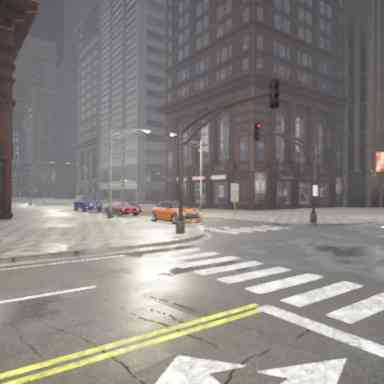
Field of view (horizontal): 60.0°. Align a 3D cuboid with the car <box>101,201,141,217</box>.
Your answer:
[{"bbox_3d":[-6.969,1.734,32.886,1.895,1.301,4.718,1,-1,-35],"label":"car"}]

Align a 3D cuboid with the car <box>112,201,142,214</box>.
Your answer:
[{"bbox_3d":[-7.756,1.751,39.500,1.994,1.385,4.181,1,-1,-35],"label":"car"}]

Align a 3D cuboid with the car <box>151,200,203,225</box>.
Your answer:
[{"bbox_3d":[-1.180,1.439,24.761,2.097,1.767,4.553,1,-1,-35],"label":"car"}]

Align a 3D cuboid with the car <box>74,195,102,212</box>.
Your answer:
[{"bbox_3d":[-12.931,1.401,41.279,2.150,2.045,5.566,1,-1,-35],"label":"car"}]
